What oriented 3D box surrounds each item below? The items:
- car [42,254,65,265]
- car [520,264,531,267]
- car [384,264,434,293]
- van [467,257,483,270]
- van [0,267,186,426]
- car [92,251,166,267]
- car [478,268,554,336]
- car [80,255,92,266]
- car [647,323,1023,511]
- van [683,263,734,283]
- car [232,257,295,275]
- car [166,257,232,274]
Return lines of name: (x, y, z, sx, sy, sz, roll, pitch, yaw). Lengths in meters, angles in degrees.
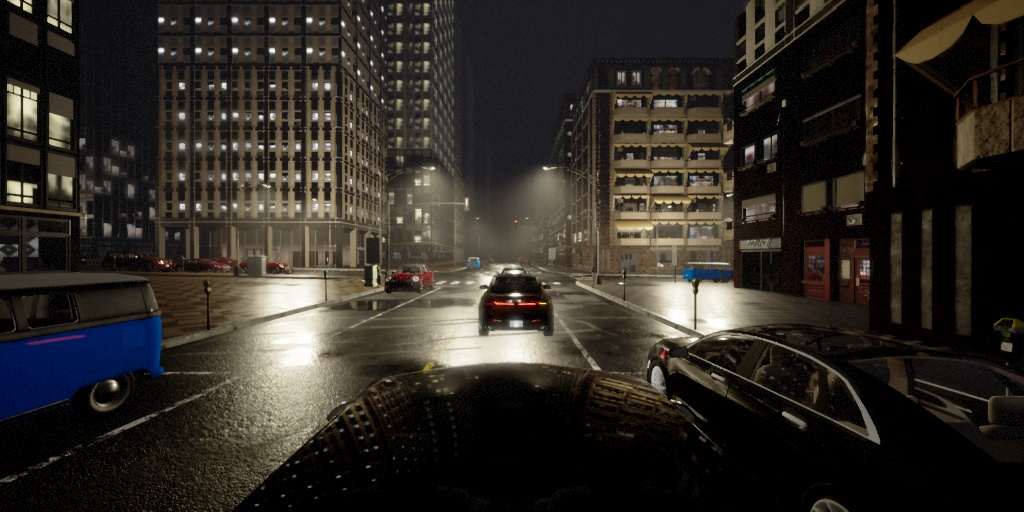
car: (-49.102, 0.399, 39.315, 4.313, 1.339, 1.948, 0, 0, 0)
car: (0.102, 1.316, 19.157, 1.994, 1.385, 4.181, 0, 0, 0)
car: (-5.688, 1.192, 20.227, 1.967, 1.591, 4.097, 0, 0, 0)
van: (-5.686, 1.105, 52.701, 1.690, 1.789, 3.998, 0, 0, 0)
van: (-5.688, 1.091, 3.281, 1.690, 1.789, 3.998, 0, 0, 0)
car: (-32.292, 0.482, 30.971, 5.009, 1.841, 2.192, 0, 0, 0)
car: (0.102, 1.255, 10.364, 1.837, 1.490, 4.892, 0, 0, 0)
car: (-43.696, 0.466, 39.327, 4.829, 1.417, 1.751, 0, 0, 0)
car: (2.692, 1.300, 3.280, 2.007, 1.370, 4.403, 0, 0, 0)
van: (16.915, 1.457, 30.943, 3.998, 1.789, 1.690, 0, 0, 0)
car: (-21.144, 0.822, 30.995, 4.097, 1.591, 1.967, 0, 0, 0)
car: (-26.718, 0.857, 30.983, 4.207, 1.307, 1.802, 0, 0, 0)
